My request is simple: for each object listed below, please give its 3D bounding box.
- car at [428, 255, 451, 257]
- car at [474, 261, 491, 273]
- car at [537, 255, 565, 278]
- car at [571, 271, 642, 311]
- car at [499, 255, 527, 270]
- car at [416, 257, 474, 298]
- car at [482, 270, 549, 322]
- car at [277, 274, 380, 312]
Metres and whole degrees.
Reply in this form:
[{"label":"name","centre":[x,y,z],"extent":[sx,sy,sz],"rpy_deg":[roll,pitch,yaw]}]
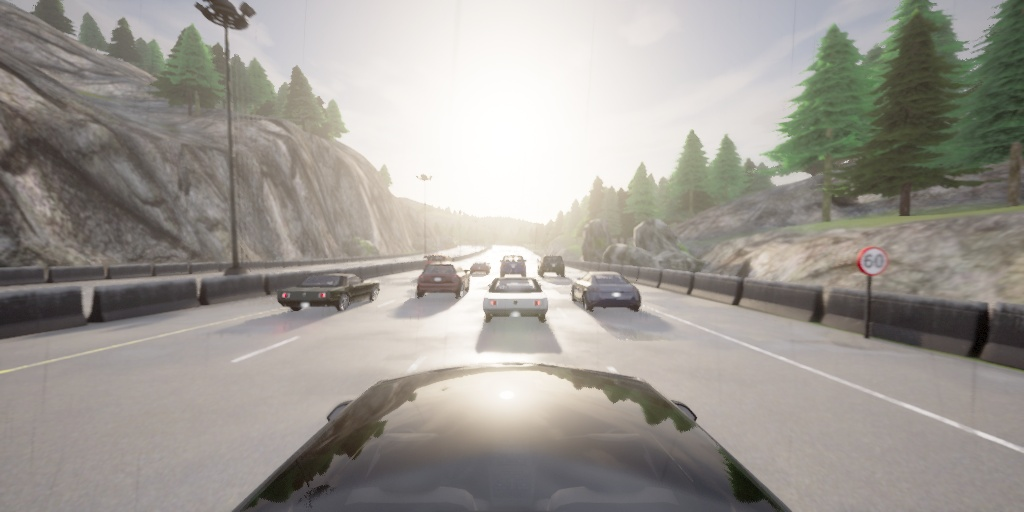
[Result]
[{"label":"car","centre":[-6.903,0.872,34.998],"extent":[2.150,2.045,5.566],"rpy_deg":[0,0,0]},{"label":"car","centre":[-3.404,1.178,39.218],"extent":[1.994,1.385,4.181],"rpy_deg":[0,1,0]},{"label":"car","centre":[3.597,0.884,33.523],"extent":[2.150,2.045,5.566],"rpy_deg":[0,0,0]},{"label":"car","centre":[3.599,1.303,14.367],"extent":[1.994,1.385,4.181],"rpy_deg":[0,0,0]},{"label":"car","centre":[0.097,0.902,30.926],"extent":[2.150,2.045,5.566],"rpy_deg":[0,0,0]},{"label":"car","centre":[-3.402,1.083,18.546],"extent":[2.097,1.767,4.553],"rpy_deg":[0,0,0]},{"label":"car","centre":[0.099,1.342,12.247],"extent":[1.895,1.301,4.718],"rpy_deg":[0,0,0]},{"label":"car","centre":[-6.901,1.341,14.193],"extent":[1.895,1.301,4.718],"rpy_deg":[0,0,0]}]
